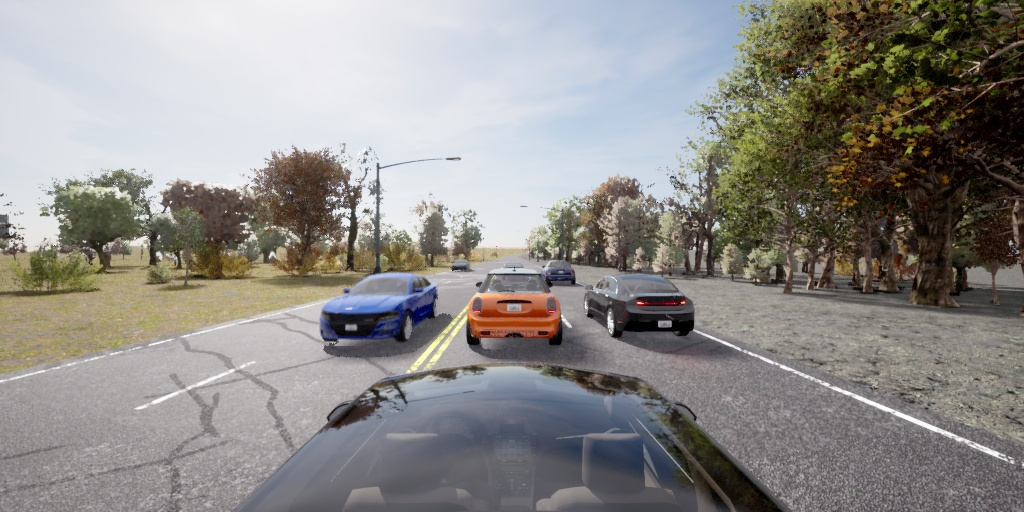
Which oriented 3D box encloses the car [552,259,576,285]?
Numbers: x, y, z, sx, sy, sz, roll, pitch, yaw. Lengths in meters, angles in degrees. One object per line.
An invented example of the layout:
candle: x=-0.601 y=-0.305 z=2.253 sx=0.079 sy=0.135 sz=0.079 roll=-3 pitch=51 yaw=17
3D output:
car: x=3.329 y=1.092 z=26.442 sx=2.097 sy=1.767 sz=4.553 roll=-1 pitch=0 yaw=0

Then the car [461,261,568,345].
car: x=0.066 y=1.101 z=9.639 sx=2.097 sy=1.767 sz=4.553 roll=0 pitch=0 yaw=0

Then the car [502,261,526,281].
car: x=0.127 y=1.225 z=30.992 sx=1.882 sy=1.535 sz=5.008 roll=0 pitch=0 yaw=-1

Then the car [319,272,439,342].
car: x=-3.341 y=1.227 z=9.944 sx=1.882 sy=1.535 sz=5.008 roll=0 pitch=0 yaw=0

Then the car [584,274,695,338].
car: x=3.319 y=1.246 z=10.211 sx=1.837 sy=1.490 sz=4.892 roll=-1 pitch=0 yaw=0

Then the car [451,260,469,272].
car: x=-6.497 y=1.223 z=45.848 sx=1.882 sy=1.535 sz=5.008 roll=0 pitch=0 yaw=1
